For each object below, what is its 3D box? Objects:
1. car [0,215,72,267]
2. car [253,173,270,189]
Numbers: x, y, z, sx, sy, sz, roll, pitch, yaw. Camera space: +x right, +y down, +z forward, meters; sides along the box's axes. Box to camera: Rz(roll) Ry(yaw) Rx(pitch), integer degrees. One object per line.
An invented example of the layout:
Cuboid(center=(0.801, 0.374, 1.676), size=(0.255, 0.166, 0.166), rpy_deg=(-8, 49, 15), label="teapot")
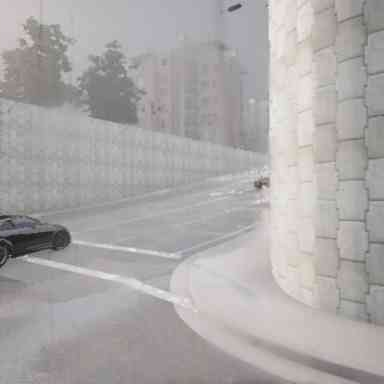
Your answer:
Cuboid(center=(-5.951, 1.457, 11.044), size=(1.994, 1.385, 4.181), rpy_deg=(-2, 0, 16), label="car")
Cuboid(center=(7.271, -1.093, 29.489), size=(1.895, 1.301, 4.718), rpy_deg=(-1, 9, 37), label="car")
